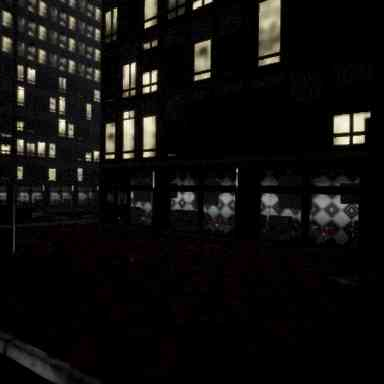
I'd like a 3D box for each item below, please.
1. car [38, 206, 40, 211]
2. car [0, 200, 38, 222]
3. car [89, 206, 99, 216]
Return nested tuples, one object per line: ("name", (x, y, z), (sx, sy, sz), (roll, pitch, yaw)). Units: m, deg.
("car", (-19.003, 1.643, 35.922), (1.752, 1.417, 4.829), (1, 0, 36))
("car", (-15.514, 1.519, 26.544), (2.192, 1.841, 5.009), (1, 0, 36))
("car", (-8.708, 1.830, 35.750), (1.752, 1.417, 4.829), (1, 0, 36))
